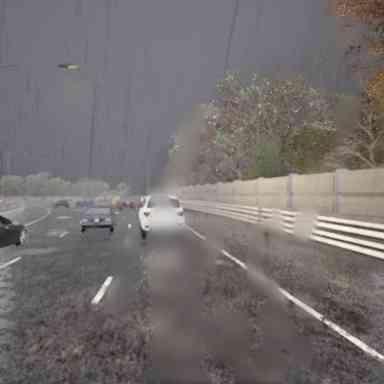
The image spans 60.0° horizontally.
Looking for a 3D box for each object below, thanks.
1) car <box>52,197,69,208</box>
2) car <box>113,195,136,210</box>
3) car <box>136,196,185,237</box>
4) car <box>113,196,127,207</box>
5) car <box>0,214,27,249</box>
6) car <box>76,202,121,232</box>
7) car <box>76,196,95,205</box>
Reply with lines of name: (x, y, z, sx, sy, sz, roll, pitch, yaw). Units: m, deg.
car: (-19.425, 1.580, 49.060, 1.837, 1.490, 4.892, 0, 0, -30)
car: (-8.453, 1.362, 42.568, 2.097, 1.767, 4.553, 0, 0, -18)
car: (-1.766, 1.214, 18.155, 2.150, 2.045, 5.566, 0, 0, -10)
car: (-11.274, 1.496, 51.721, 1.882, 1.535, 5.008, 0, 0, -14)
car: (-7.877, 1.542, 12.477, 1.837, 1.490, 4.892, 0, 0, -7)
car: (-5.584, 1.562, 20.317, 2.033, 1.411, 5.357, 0, 0, -11)
car: (-16.261, 1.403, 50.567, 2.097, 1.767, 4.553, 0, 0, -30)
